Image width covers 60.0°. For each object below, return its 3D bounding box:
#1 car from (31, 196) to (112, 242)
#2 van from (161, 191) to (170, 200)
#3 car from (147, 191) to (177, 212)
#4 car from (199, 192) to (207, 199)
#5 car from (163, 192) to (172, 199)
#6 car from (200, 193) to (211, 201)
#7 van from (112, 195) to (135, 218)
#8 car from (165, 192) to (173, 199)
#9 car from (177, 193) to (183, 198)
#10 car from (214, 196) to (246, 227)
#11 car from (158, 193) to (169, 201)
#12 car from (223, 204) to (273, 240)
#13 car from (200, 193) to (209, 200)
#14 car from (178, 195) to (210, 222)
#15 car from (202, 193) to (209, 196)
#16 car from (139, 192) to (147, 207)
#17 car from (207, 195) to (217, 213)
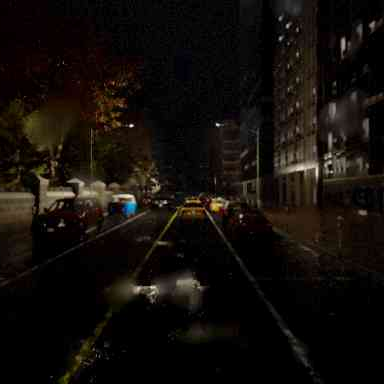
[{"bbox_3d":[-5.683,1.201,15.908,2.192,1.841,5.009,1,0,0],"label":"car"},{"bbox_3d":[-5.690,0.773,72.045,1.690,1.788,3.998,1,1,0],"label":"van"},{"bbox_3d":[-3.104,0.958,35.790,2.150,2.045,5.566,0,0,0],"label":"car"},{"bbox_3d":[2.686,0.855,83.429,1.752,1.417,4.829,1,1,0],"label":"car"},{"bbox_3d":[-5.692,0.822,77.659,1.967,1.590,4.097,1,1,0],"label":"car"},{"bbox_3d":[2.688,1.026,66.409,1.887,1.381,4.507,1,1,0],"label":"car"},{"bbox_3d":[-5.684,1.143,27.136,1.690,1.788,3.998,1,0,0],"label":"van"},{"bbox_3d":[-5.694,0.858,83.104,1.752,1.417,4.829,1,1,0],"label":"car"},{"bbox_3d":[-3.013,0.806,76.504,1.895,1.301,4.718,0,1,0],"label":"car"},{"bbox_3d":[2.695,1.285,21.469,1.967,1.590,4.097,1,0,0],"label":"car"},{"bbox_3d":[-5.692,1.008,66.264,1.752,1.417,4.829,1,1,0],"label":"car"},{"bbox_3d":[2.695,1.469,15.853,1.802,1.307,4.206,1,0,0],"label":"car"},{"bbox_3d":[2.688,0.977,72.026,1.887,1.381,4.507,1,1,0],"label":"car"},{"bbox_3d":[0.095,1.280,24.082,1.801,1.575,5.366,0,0,0],"label":"car"},{"bbox_3d":[2.692,1.112,43.938,1.967,1.590,4.097,1,0,0],"label":"car"},{"bbox_3d":[-5.686,0.987,43.977,2.192,1.841,5.009,1,0,0],"label":"car"},{"bbox_3d":[2.693,1.284,32.874,1.752,1.417,4.829,1,0,0],"label":"car"}]
